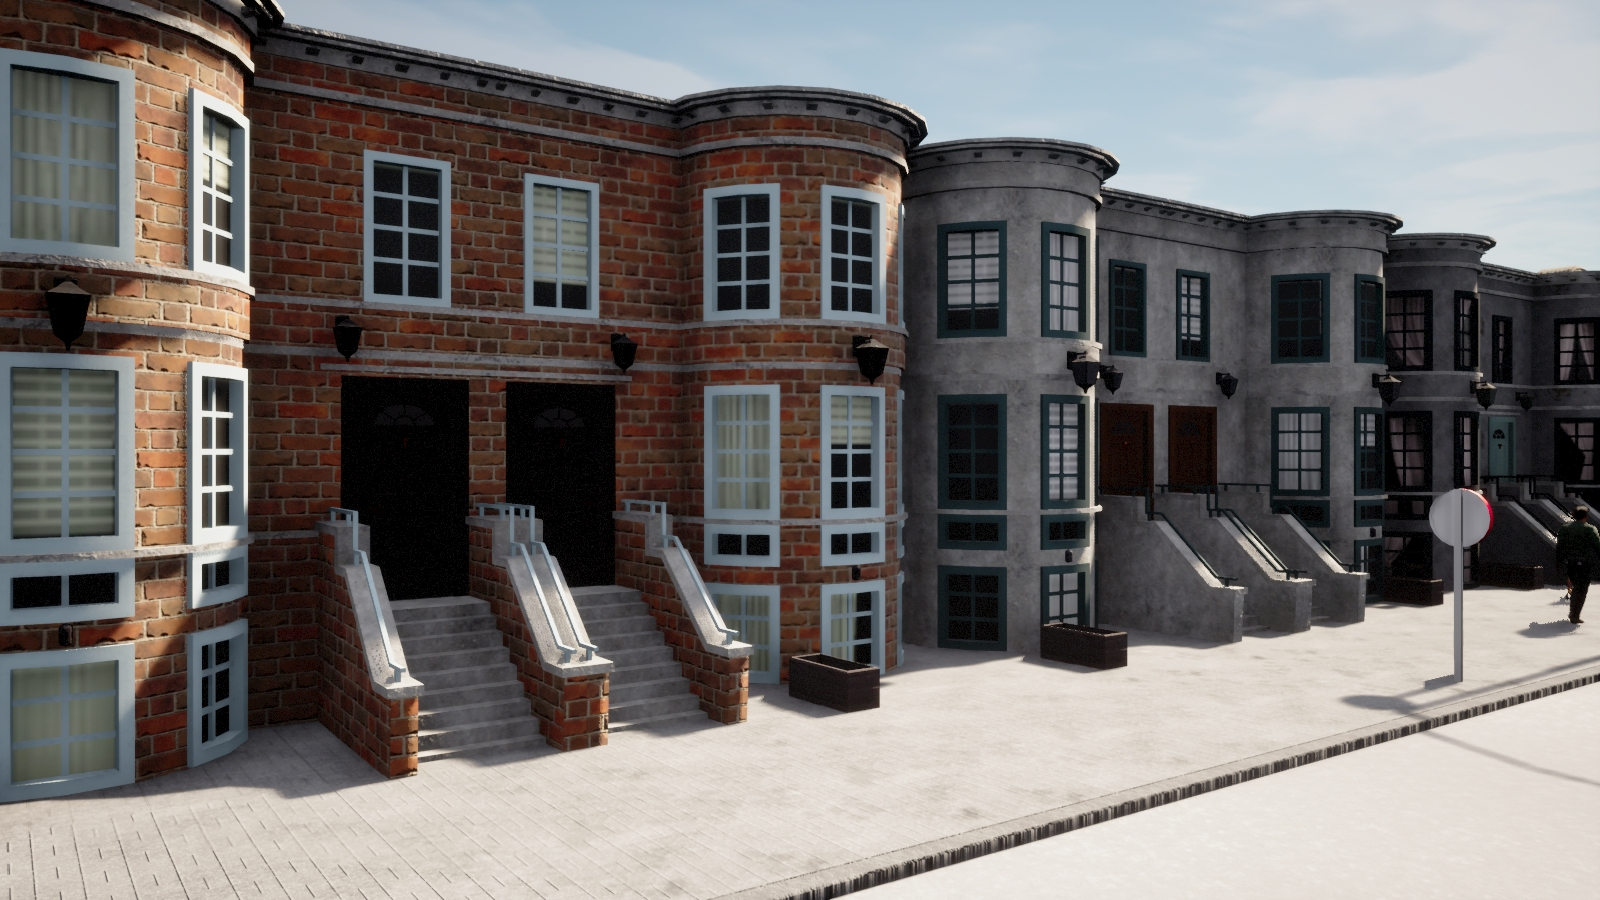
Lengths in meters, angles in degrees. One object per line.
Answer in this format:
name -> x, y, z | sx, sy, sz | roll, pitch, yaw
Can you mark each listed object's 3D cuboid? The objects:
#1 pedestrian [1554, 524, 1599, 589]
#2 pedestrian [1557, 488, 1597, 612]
pedestrian -> 13.897, 1.904, 20.454 | 0.500, 1.100, 0.500 | 0, 0, -31
pedestrian -> 11.931, 1.524, 17.546 | 0.375, 1.860, 0.375 | 0, 0, -31
